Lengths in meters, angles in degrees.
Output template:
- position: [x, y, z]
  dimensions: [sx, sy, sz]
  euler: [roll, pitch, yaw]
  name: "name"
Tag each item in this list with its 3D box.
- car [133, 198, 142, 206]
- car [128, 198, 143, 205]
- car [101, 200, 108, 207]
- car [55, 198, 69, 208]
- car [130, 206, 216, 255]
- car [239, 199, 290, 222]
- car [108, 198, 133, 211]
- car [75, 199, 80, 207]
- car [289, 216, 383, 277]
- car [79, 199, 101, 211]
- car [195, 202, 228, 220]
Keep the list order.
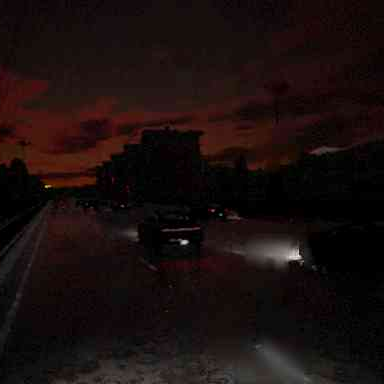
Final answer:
- position: [-9.443, 1.892, 53.626]
  dimensions: [1.895, 1.301, 4.718]
  euler: [-1, 0, -22]
  name: "car"
- position: [-11.615, 1.909, 68.083]
  dimensions: [2.033, 1.411, 5.357]
  euler: [-1, 0, -23]
  name: "car"
- position: [-16.702, 2.045, 61.820]
  dimensions: [1.895, 1.301, 4.718]
  euler: [-1, 0, -23]
  name: "car"
- position: [-22.751, 1.901, 58.126]
  dimensions: [2.097, 1.767, 4.553]
  euler: [-1, 0, -23]
  name: "car"
- position: [-1.033, 1.540, 13.793]
  dimensions: [2.128, 1.511, 4.902]
  euler: [-1, 0, -18]
  name: "car"
- position: [5.561, 1.303, 26.186]
  dimensions: [2.097, 1.767, 4.553]
  euler: [-1, 0, -22]
  name: "car"
- position: [-9.790, 1.842, 45.223]
  dimensions: [1.994, 1.385, 4.181]
  euler: [-1, 0, -22]
  name: "car"
- position: [-20.171, 2.012, 61.045]
  dimensions: [1.837, 1.490, 4.892]
  euler: [-1, 0, -23]
  name: "car"
- position: [4.940, 1.492, 9.230]
  dimensions: [1.994, 1.385, 4.181]
  euler: [-1, 0, -22]
  name: "car"
- position: [-14.798, 1.881, 48.219]
  dimensions: [1.837, 1.490, 4.892]
  euler: [-1, -1, -22]
  name: "car"
- position: [1.301, 1.560, 27.365]
  dimensions: [1.812, 1.442, 4.674]
  euler: [-1, 0, -22]
  name: "car"
